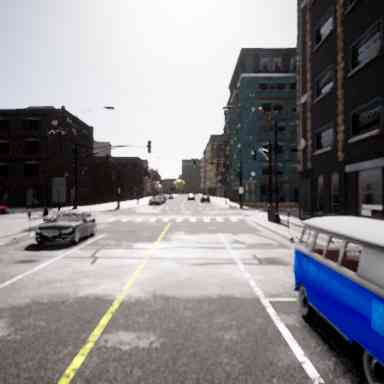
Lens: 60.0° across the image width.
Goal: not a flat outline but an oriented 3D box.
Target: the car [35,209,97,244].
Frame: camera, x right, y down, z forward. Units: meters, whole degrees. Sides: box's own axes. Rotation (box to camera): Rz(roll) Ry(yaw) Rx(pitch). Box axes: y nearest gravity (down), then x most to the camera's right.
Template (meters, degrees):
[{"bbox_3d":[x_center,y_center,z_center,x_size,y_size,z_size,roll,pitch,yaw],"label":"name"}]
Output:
[{"bbox_3d":[-5.710,1.520,15.566,2.008,1.369,4.403,1,0,0],"label":"car"}]

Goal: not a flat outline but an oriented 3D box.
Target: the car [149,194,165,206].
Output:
[{"bbox_3d":[-5.863,1.438,53.522,1.887,1.381,4.507,1,0,0],"label":"car"}]

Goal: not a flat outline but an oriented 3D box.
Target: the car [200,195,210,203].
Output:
[{"bbox_3d":[2.572,1.310,64.969,1.967,1.590,4.097,1,0,0],"label":"car"}]

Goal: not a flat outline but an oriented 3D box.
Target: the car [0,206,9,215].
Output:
[{"bbox_3d":[-19.364,1.552,30.793,4.507,1.381,1.887,0,0,0],"label":"car"}]

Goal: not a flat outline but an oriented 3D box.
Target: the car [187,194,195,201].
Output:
[{"bbox_3d":[-0.167,1.382,81.620,1.994,1.385,4.181,0,0,0],"label":"car"}]

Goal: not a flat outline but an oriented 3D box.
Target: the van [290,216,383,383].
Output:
[{"bbox_3d":[2.697,1.332,4.761,1.690,1.788,3.998,1,0,0],"label":"van"}]

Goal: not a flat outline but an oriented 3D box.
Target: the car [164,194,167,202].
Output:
[{"bbox_3d":[-5.798,1.426,59.204,1.887,1.381,4.507,1,0,0],"label":"car"}]

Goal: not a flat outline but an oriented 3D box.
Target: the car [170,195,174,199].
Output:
[{"bbox_3d":[-5.868,1.396,93.324,1.802,1.307,4.206,1,0,0],"label":"car"}]

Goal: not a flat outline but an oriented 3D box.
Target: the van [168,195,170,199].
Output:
[{"bbox_3d":[-5.806,1.211,64.891,1.690,1.788,3.998,1,0,0],"label":"van"}]

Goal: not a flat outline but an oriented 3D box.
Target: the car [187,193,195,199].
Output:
[{"bbox_3d":[-0.188,1.175,91.629,2.128,1.511,4.902,0,0,0],"label":"car"}]
